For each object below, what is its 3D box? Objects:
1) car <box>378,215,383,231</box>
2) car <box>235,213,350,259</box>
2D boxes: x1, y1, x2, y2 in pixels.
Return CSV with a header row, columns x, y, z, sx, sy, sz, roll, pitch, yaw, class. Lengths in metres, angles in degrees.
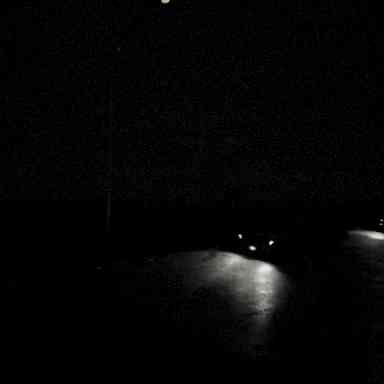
x,y,z,sx,sy,sz,roll,pitch,yaw,class
13.111,1.622,20.210,4.892,1.490,1.837,1,2,-39,car
4.156,1.563,13.062,5.357,1.411,2.033,1,3,-39,car
